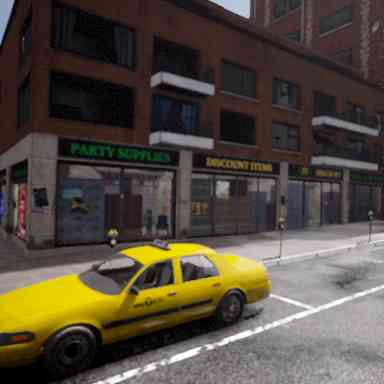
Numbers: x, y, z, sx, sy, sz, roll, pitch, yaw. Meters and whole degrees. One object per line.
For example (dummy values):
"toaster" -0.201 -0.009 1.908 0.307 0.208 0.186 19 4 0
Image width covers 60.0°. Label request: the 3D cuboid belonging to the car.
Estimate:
"car" -0.750 1.521 5.537 4.829 1.417 1.752 0 2 -35
